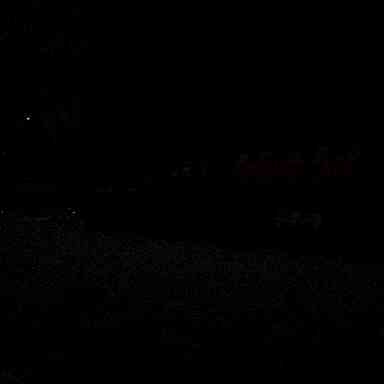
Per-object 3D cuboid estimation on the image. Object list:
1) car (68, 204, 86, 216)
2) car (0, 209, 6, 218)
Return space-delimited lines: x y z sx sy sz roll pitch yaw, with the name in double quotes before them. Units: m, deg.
"car" -9.604 1.589 32.418 1.895 1.301 4.718 -1 0 36
"car" -16.112 1.557 23.323 2.033 1.411 5.357 -1 0 36
